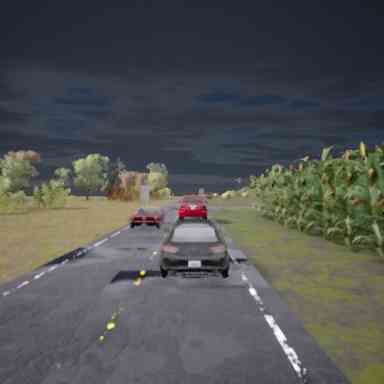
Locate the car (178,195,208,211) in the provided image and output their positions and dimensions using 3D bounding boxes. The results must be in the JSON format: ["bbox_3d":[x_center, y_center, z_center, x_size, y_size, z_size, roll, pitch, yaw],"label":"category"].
[{"bbox_3d":[0.087,1.268,26.548,2.150,2.045,5.566,0,0,0],"label":"car"}]

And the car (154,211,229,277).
[{"bbox_3d":[0.073,1.540,10.218,1.812,1.442,4.674,0,0,0],"label":"car"}]

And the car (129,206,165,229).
[{"bbox_3d":[-2.842,1.637,21.865,1.895,1.301,4.718,0,0,0],"label":"car"}]
